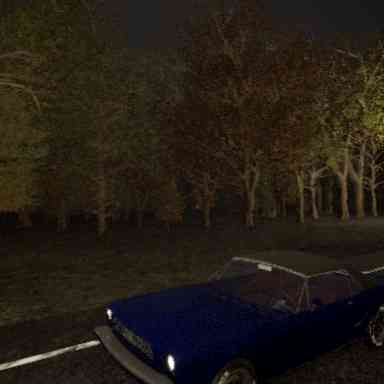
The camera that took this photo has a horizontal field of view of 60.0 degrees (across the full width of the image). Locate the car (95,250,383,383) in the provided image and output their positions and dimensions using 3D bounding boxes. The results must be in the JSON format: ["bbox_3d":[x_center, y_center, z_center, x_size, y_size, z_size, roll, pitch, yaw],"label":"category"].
[{"bbox_3d":[1.139,1.627,4.801,4.718,1.301,1.895,1,0,-35],"label":"car"}]
